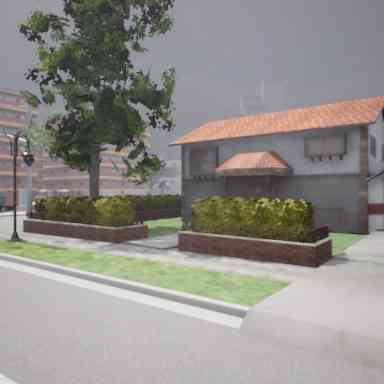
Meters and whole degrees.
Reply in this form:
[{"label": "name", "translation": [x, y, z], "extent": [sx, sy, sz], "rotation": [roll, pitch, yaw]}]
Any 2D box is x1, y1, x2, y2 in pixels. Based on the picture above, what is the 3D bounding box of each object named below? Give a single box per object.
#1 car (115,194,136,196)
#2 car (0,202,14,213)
[{"label": "car", "translation": [-10.519, 1.291, 50.048], "extent": [2.150, 2.045, 5.566], "rotation": [0, 0, 36]}, {"label": "car", "translation": [-21.500, 1.670, 35.002], "extent": [1.895, 1.301, 4.718], "rotation": [0, 0, 33]}]
